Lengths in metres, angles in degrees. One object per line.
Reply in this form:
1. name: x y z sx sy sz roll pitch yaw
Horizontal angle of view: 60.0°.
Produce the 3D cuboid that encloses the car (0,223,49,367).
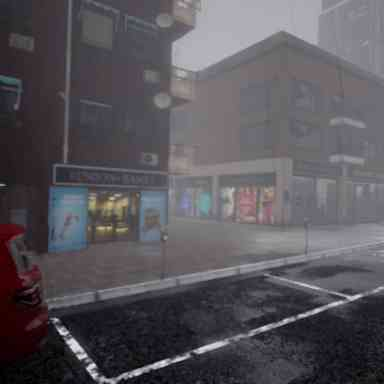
1. car: -4.050 1.312 3.175 5.009 1.841 2.192 0 2 -35
